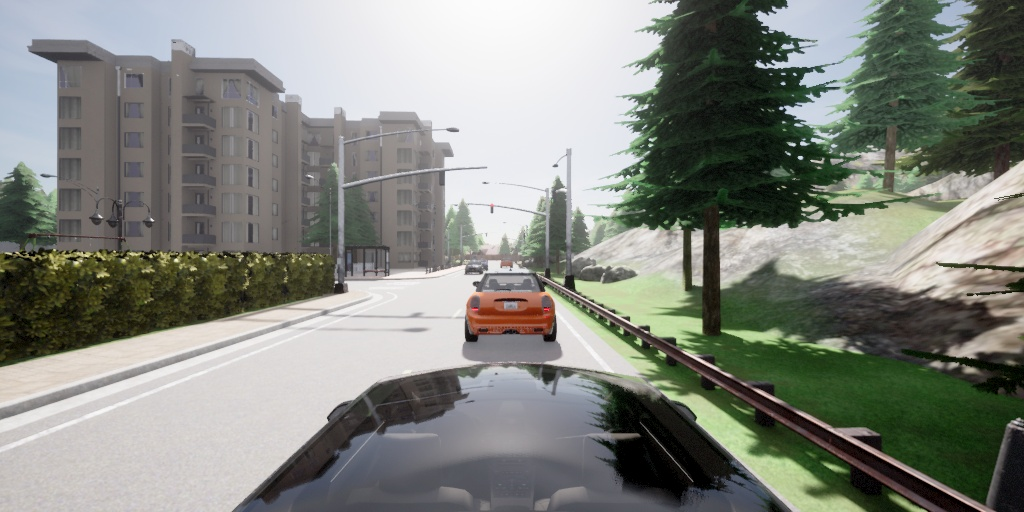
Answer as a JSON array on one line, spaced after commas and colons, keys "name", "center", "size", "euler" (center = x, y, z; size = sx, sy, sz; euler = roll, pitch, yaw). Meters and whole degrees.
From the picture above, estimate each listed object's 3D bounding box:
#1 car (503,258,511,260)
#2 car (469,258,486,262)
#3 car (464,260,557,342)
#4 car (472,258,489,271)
[{"name": "car", "center": [-0.909, 1.138, 61.220], "size": [2.097, 1.767, 4.553], "euler": [0, 0, -1]}, {"name": "car", "center": [-4.253, 1.279, 40.750], "size": [1.837, 1.490, 4.892], "euler": [0, 0, -1]}, {"name": "car", "center": [-0.049, 1.107, 9.963], "size": [2.097, 1.767, 4.553], "euler": [0, 0, -1]}, {"name": "car", "center": [-4.434, 1.132, 50.662], "size": [2.097, 1.767, 4.553], "euler": [0, 0, -2]}]
